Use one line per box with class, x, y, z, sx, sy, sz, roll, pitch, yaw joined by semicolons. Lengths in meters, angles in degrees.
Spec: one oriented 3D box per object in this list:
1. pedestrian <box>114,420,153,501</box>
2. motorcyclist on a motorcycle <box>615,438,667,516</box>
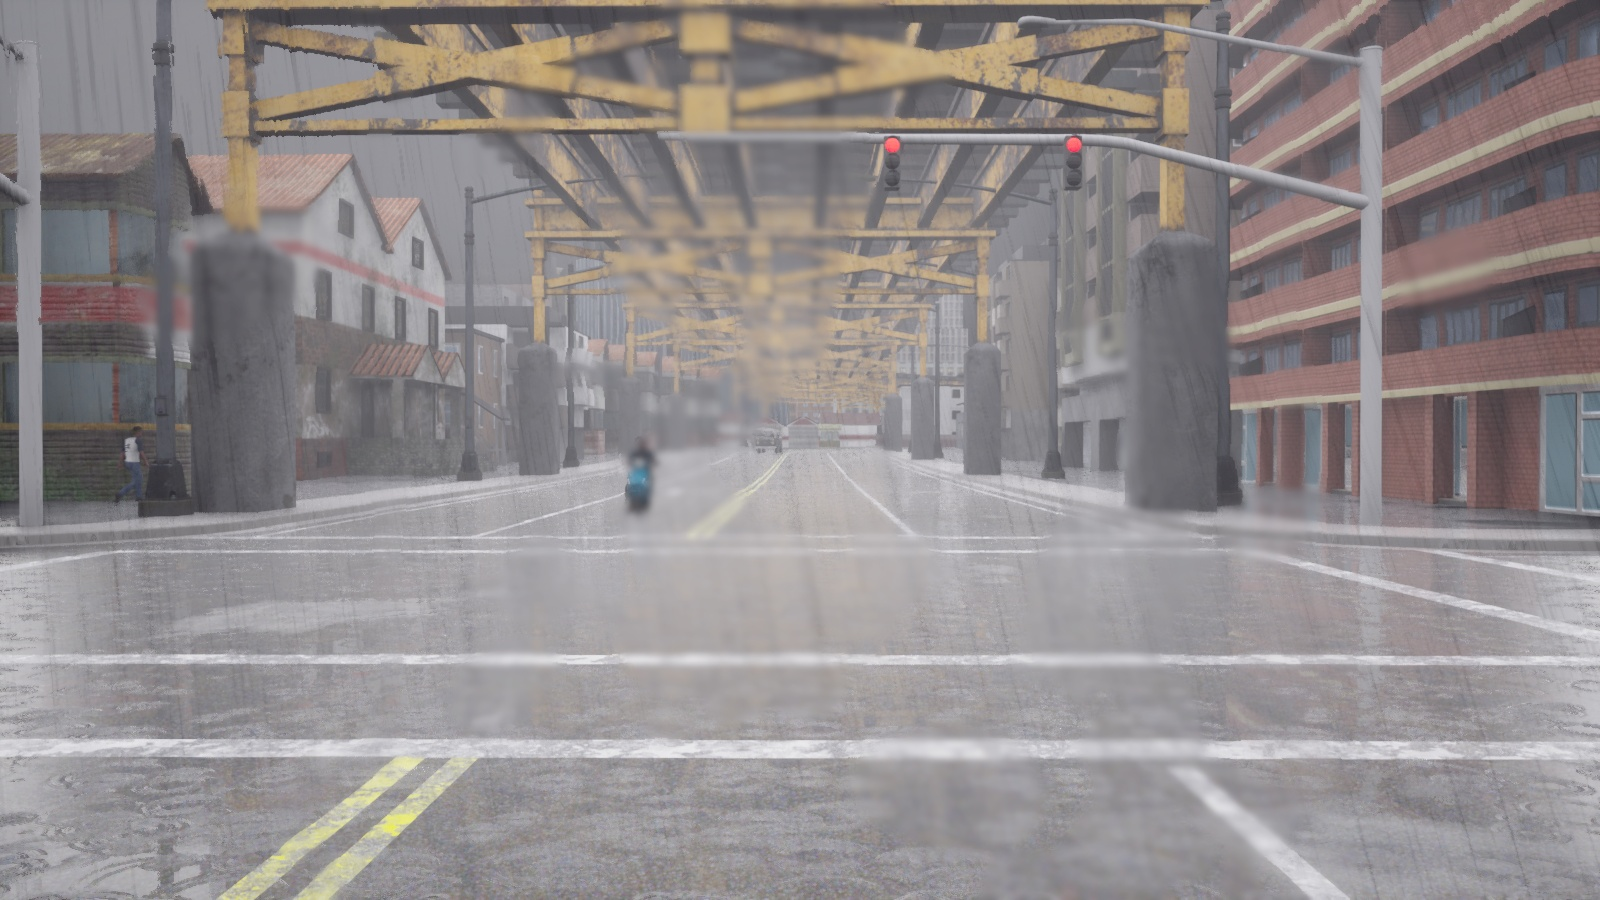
pedestrian;-15.313;0.235;28.860;0.354;1.836;0.706;0;0;27
motorcyclist on a motorcycle;-3.340;0.546;26.576;0.866;1.590;1.817;0;0;0
